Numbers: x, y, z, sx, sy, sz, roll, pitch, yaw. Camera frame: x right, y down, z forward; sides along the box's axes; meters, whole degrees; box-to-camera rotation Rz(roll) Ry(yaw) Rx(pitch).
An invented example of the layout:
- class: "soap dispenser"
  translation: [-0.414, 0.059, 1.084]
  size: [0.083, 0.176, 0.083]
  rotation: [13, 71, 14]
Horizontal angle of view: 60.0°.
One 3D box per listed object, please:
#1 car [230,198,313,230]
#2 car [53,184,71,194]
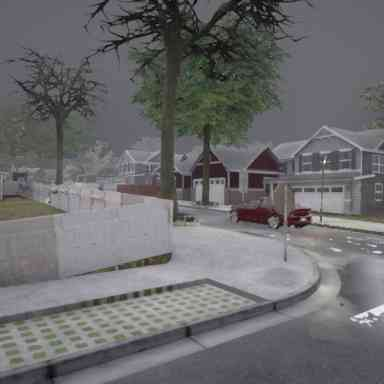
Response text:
- class: "car"
  translation: [3.995, 1.029, 17.638]
  size: [1.882, 1.535, 5.008]
  rotation: [0, 3, -29]
- class: "car"
  translation: [-18.526, -0.467, 46.748]
  size: [1.812, 1.442, 4.674]
  rotation: [1, 2, -35]
